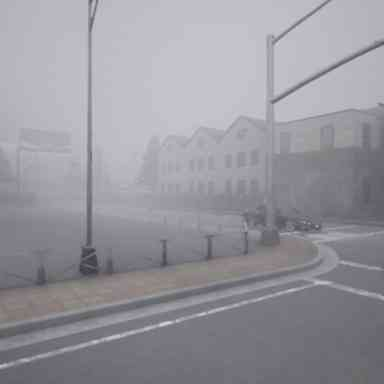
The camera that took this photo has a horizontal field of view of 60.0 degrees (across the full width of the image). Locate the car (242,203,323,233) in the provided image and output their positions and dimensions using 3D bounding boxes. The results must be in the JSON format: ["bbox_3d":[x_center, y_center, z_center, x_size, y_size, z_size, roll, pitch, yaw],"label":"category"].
[{"bbox_3d":[5.002,1.446,18.976,1.837,1.490,4.892,0,1,-35],"label":"car"}]
